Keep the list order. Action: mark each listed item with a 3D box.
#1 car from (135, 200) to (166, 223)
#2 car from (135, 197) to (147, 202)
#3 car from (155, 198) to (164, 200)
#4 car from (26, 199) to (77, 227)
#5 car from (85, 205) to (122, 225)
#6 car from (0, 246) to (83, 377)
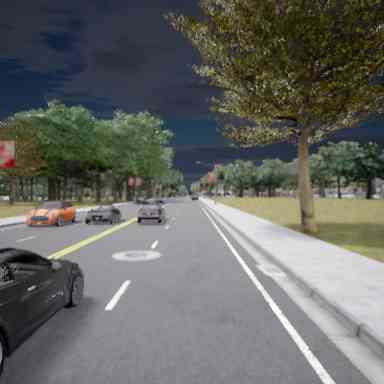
[{"bbox_3d":[-3.152,1.639,26.528,2.033,1.411,5.357,0,0,0],"label":"car"},{"bbox_3d":[-9.769,1.724,64.328,1.882,1.535,5.008,0,0,0],"label":"car"},{"bbox_3d":[-6.507,1.844,66.514,1.895,1.301,4.718,0,0,0],"label":"car"},{"bbox_3d":[-9.848,1.434,23.648,2.097,1.767,4.553,0,0,0],"label":"car"},{"bbox_3d":[-6.599,1.651,25.117,1.994,1.385,4.181,0,0,0],"label":"car"},{"bbox_3d":[-3.149,1.543,5.001,1.812,1.442,4.674,0,0,0],"label":"car"}]
